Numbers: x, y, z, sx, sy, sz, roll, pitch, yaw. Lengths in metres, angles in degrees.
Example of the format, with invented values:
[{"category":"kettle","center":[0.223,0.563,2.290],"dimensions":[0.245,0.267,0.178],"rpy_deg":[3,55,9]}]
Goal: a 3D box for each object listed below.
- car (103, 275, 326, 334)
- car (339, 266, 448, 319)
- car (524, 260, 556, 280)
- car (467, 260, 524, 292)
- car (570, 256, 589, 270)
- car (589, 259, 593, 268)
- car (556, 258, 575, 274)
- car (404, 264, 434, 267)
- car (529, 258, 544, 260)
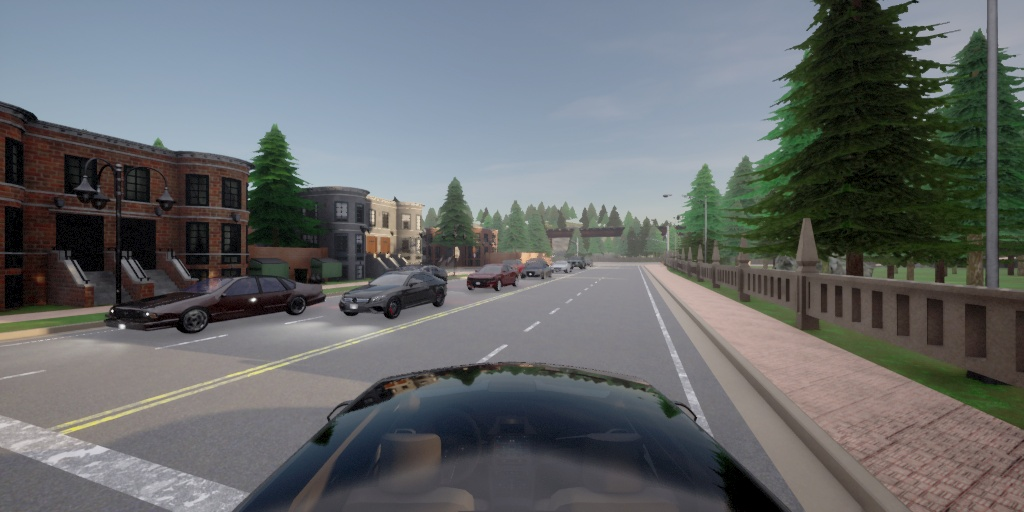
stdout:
[{"category":"car","center":[-8.459,1.297,11.082],"dimensions":[2.033,1.411,5.357],"rpy_deg":[0,0,19]},{"category":"car","center":[-4.063,1.276,13.123],"dimensions":[1.812,1.442,4.674],"rpy_deg":[0,0,19]},{"category":"car","center":[2.189,1.314,31.430],"dimensions":[1.994,1.385,4.181],"rpy_deg":[0,0,20]},{"category":"car","center":[-1.052,1.228,21.953],"dimensions":[1.882,1.535,5.008],"rpy_deg":[0,0,19]},{"category":"car","center":[9.492,0.974,52.854],"dimensions":[2.150,2.045,5.566],"rpy_deg":[0,0,19]},{"category":"car","center":[13.275,1.255,63.832],"dimensions":[1.837,1.490,4.892],"rpy_deg":[0,0,19]},{"category":"car","center":[5.772,1.276,41.960],"dimensions":[1.812,1.442,4.674],"rpy_deg":[0,0,19]},{"category":"car","center":[-5.379,1.241,20.124],"dimensions":[2.128,1.511,4.902],"rpy_deg":[0,0,18]},{"category":"car","center":[3.060,1.101,49.475],"dimensions":[2.097,1.767,4.553],"rpy_deg":[0,0,37]}]
